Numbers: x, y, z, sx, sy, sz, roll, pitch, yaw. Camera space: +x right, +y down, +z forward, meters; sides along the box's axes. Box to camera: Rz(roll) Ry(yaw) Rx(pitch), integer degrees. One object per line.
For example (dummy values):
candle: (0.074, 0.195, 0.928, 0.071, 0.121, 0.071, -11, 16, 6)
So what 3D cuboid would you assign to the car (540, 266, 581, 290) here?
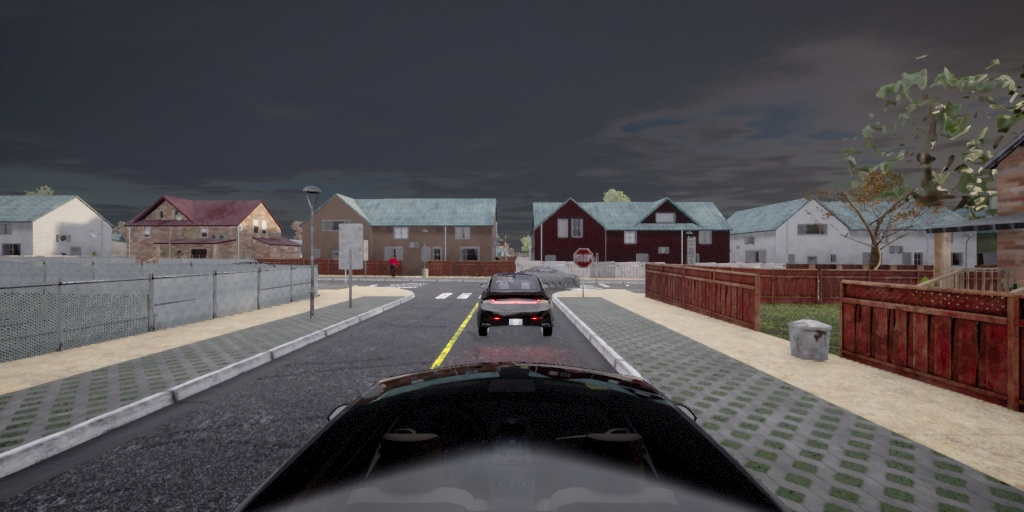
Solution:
car: (2.203, 1.346, 22.452, 4.181, 1.385, 1.994, 1, 0, 1)

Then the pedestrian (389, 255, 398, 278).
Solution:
pedestrian: (-9.430, 0.803, 28.542, 0.375, 1.860, 0.375, 0, 0, 1)

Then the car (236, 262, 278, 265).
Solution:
car: (-15.890, 1.111, 22.808, 4.892, 1.490, 1.837, 0, 0, 1)

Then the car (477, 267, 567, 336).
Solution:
car: (0.077, 1.241, 10.321, 2.128, 1.511, 4.902, 0, 0, 0)

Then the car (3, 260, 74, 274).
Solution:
car: (-31.266, 0.994, 23.108, 5.357, 1.411, 2.033, 1, 0, 1)
